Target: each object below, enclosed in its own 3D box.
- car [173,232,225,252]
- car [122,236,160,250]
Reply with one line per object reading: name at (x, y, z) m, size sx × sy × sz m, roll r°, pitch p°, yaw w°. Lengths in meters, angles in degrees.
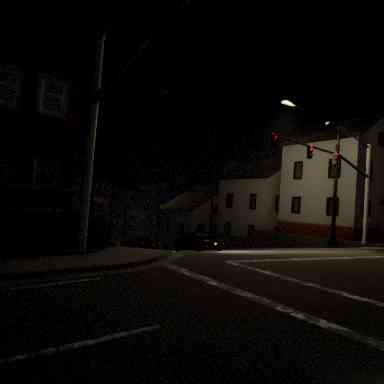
car at (0.413, 3.531, 23.618) m, size 1.994 × 1.385 × 4.181 m, roll 6°, pitch -12°, yaw -35°
car at (-4.799, 4.814, 30.833) m, size 1.882 × 1.535 × 5.008 m, roll 6°, pitch -15°, yaw -35°
